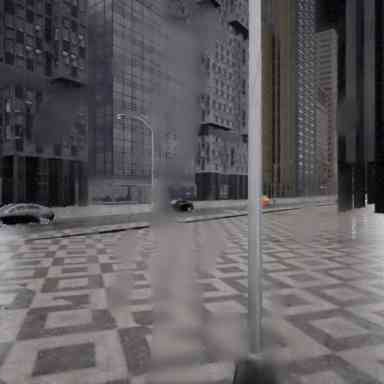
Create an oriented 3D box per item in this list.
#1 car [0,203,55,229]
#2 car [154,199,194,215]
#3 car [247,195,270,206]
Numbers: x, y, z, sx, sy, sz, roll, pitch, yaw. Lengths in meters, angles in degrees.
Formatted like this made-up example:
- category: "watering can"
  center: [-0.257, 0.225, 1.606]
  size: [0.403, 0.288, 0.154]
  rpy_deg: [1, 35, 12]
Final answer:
- category: "car"
  center: [-11.166, 1.473, 21.067]
  size: [2.128, 1.511, 4.902]
  rpy_deg: [0, 0, 36]
- category: "car"
  center: [-1.802, 1.438, 33.887]
  size: [1.882, 1.535, 5.008]
  rpy_deg: [0, 0, 36]
- category: "car"
  center: [9.982, 1.285, 49.852]
  size: [2.097, 1.767, 4.553]
  rpy_deg: [0, 0, 36]
